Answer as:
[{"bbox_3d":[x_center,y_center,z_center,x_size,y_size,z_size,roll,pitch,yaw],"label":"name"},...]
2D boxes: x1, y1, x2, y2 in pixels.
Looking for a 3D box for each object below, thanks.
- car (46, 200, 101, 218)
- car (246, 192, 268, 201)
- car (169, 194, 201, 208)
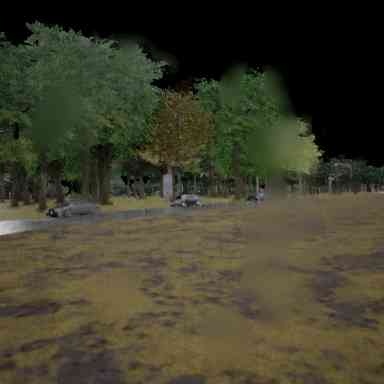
[{"bbox_3d":[-9.473,1.328,26.751,1.994,1.385,4.181,-3,0,36],"label":"car"},{"bbox_3d":[10.993,0.784,55.566,2.033,1.411,5.357,-3,-1,35],"label":"car"},{"bbox_3d":[-0.778,1.031,39.077,1.837,1.490,4.892,-3,0,36],"label":"car"}]
